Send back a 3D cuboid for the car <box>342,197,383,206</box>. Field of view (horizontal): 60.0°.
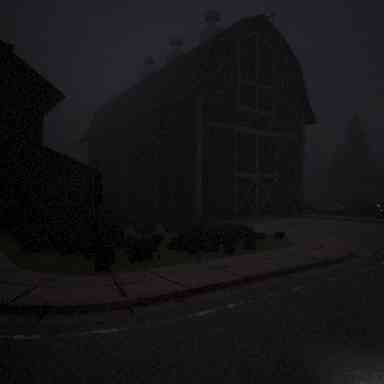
[{"bbox_3d":[18.240,1.363,35.109,2.097,1.767,4.553,0,0,-34],"label":"car"}]
